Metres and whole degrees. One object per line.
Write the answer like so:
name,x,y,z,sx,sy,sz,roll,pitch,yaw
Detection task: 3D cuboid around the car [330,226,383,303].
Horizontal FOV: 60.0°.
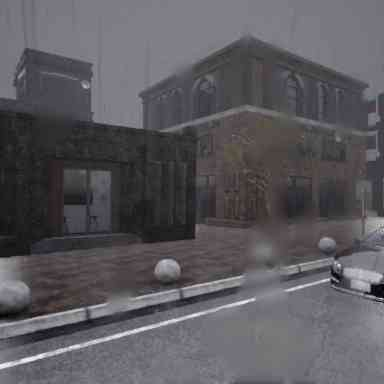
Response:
car,5.160,1.494,7.682,4.902,1.511,2.128,0,0,-35
